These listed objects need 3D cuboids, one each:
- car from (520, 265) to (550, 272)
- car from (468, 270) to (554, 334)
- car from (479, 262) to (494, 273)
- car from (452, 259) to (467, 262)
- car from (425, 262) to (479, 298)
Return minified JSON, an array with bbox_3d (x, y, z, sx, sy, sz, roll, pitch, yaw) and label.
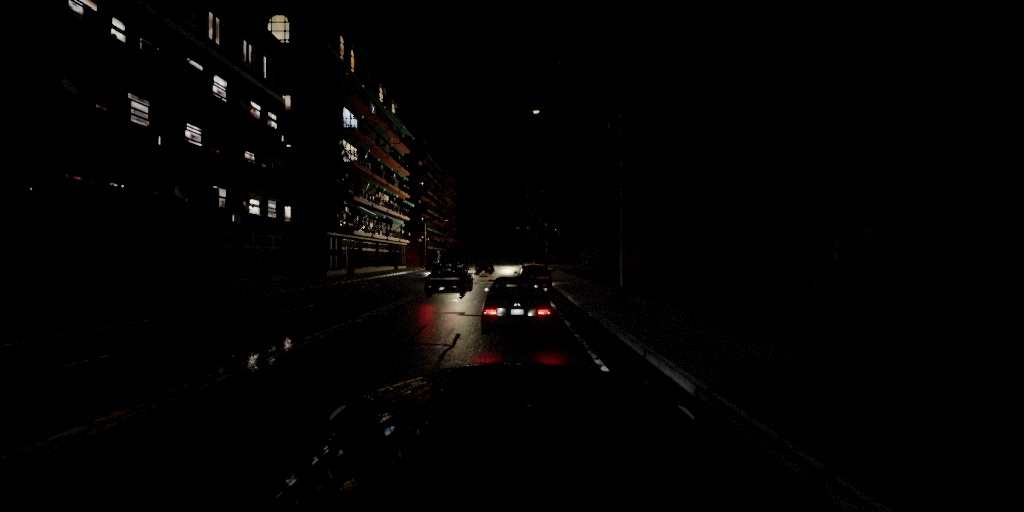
[{"bbox_3d":[1.177,1.257,20.219,1.837,1.490,4.892,0,0,0],"label":"car"},{"bbox_3d":[0.120,1.299,10.531,2.033,1.411,5.357,0,0,0],"label":"car"},{"bbox_3d":[-3.063,1.352,40.916,1.895,1.301,4.718,0,0,0],"label":"car"},{"bbox_3d":[-6.507,1.103,44.057,2.097,1.767,4.553,0,0,0],"label":"car"},{"bbox_3d":[-3.115,1.242,18.402,2.128,1.511,4.902,0,0,0],"label":"car"}]
